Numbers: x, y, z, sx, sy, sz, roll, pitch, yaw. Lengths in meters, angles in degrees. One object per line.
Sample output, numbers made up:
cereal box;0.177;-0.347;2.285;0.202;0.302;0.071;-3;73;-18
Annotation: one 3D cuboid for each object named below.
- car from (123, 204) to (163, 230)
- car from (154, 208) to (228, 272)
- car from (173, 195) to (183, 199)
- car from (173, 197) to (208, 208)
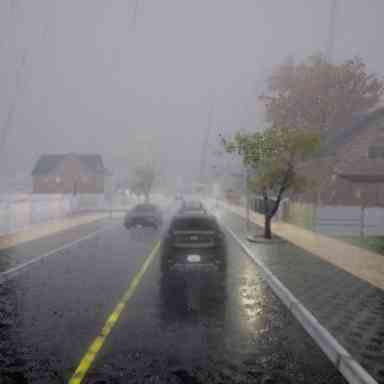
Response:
car;-2.792;1.423;20.372;2.033;1.411;5.357;0;0;1
car;0.064;1.432;10.559;1.837;1.490;4.892;0;-1;0
car;-2.746;1.230;68.870;1.994;1.385;4.181;0;0;0
car;0.037;1.356;22.118;2.128;1.511;4.902;0;0;1
